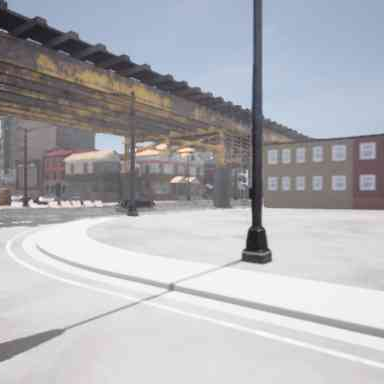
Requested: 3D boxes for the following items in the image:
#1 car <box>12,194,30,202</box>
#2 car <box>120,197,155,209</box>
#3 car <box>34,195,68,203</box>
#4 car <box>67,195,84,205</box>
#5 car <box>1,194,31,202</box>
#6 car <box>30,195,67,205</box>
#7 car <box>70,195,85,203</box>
[{"bbox_3d":[-34.893,1.012,66.053,4.536,1.218,1.853,0,0,2],"label":"car"},{"bbox_3d":[-6.606,1.368,40.912,2.128,1.511,4.902,0,0,35],"label":"car"},{"bbox_3d":[-21.639,1.095,51.036,4.536,1.218,1.853,0,0,7],"label":"car"},{"bbox_3d":[-18.060,1.262,52.245,2.038,1.542,4.974,0,0,-23],"label":"car"},{"bbox_3d":[-34.945,1.169,66.055,4.974,1.542,2.038,0,0,2],"label":"car"},{"bbox_3d":[-21.588,1.253,51.030,4.974,1.542,2.038,0,0,7],"label":"car"},{"bbox_3d":[-18.080,1.104,52.292,1.853,1.218,4.536,0,0,-23],"label":"car"}]
